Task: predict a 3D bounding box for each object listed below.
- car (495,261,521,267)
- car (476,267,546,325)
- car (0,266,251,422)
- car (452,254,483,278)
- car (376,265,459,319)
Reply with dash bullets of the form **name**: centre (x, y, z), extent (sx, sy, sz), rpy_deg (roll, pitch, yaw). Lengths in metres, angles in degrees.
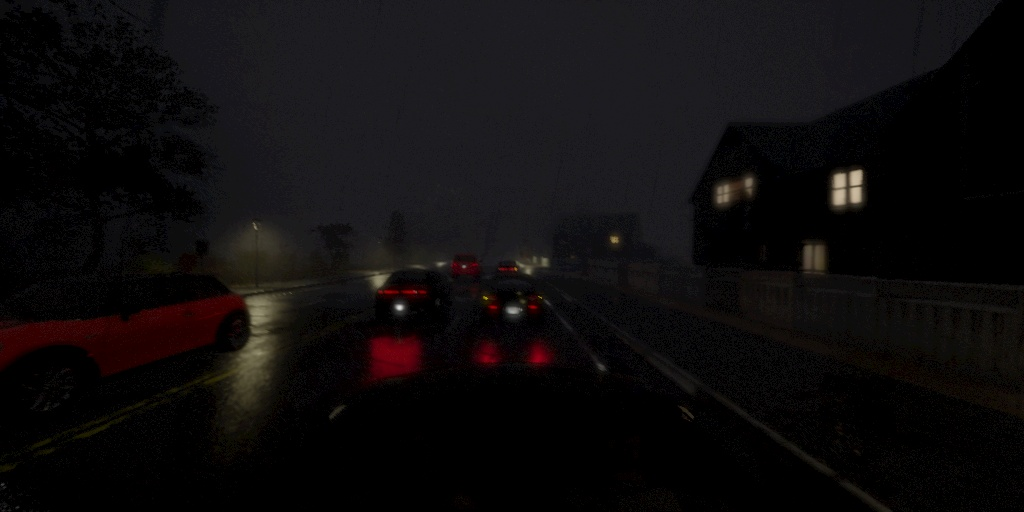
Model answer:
- **car**: centre (-0.325, 1.166, 28.682), extent (1.837, 1.490, 4.892), rpy_deg (0, 0, -1)
- **car**: centre (0.017, 1.246, 11.539), extent (1.812, 1.442, 4.674), rpy_deg (0, 0, -1)
- **car**: centre (-6.628, 1.093, 5.737), extent (2.097, 1.767, 4.553), rpy_deg (0, 0, 0)
- **car**: centre (-3.608, 0.885, 29.386), extent (2.150, 2.045, 5.566), rpy_deg (0, 0, -2)
- **car**: centre (-3.245, 1.223, 12.714), extent (1.837, 1.490, 4.892), rpy_deg (0, 0, -1)
